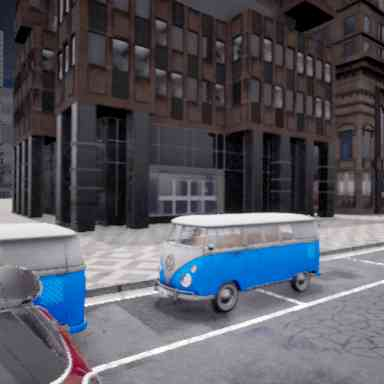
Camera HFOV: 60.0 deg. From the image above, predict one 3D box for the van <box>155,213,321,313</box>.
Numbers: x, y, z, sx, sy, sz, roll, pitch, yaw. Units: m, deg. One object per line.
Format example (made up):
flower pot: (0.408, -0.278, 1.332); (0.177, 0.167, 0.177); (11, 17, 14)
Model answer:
van: (1.171, 1.388, 7.482); (3.998, 1.788, 1.690); (1, 0, -35)

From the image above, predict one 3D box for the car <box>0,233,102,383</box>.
car: (-2.696, 1.339, 1.456); (4.553, 1.767, 2.097); (1, 0, -35)

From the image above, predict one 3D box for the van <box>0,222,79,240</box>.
van: (-3.403, 1.338, 4.220); (3.998, 1.788, 1.690); (1, 0, -35)
